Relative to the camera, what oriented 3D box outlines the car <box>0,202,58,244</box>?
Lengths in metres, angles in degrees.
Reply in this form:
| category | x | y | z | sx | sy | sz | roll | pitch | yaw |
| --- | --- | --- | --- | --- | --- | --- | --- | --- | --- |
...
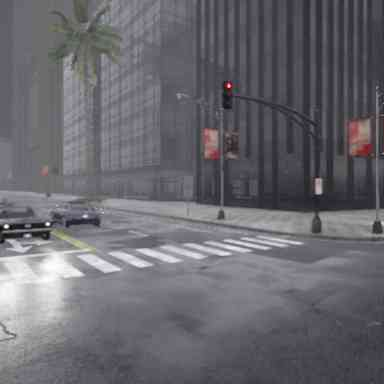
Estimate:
| category | x | y | z | sx | sy | sz | roll | pitch | yaw |
| --- | --- | --- | --- | --- | --- | --- | --- | --- | --- |
| car | -7.561 | 1.323 | 14.511 | 1.895 | 1.301 | 4.718 | 0 | 1 | -36 |

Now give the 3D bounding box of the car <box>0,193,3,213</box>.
| category | x | y | z | sx | sy | sz | roll | pitch | yaw |
| --- | --- | --- | --- | --- | --- | --- | --- | --- | --- |
| car | -17.797 | 0.889 | 28.870 | 1.882 | 1.535 | 5.008 | 0 | 1 | -35 |

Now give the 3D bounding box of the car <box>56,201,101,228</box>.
| category | x | y | z | sx | sy | sz | roll | pitch | yaw |
| --- | --- | --- | --- | --- | --- | --- | --- | --- | --- |
| car | -6.856 | 1.226 | 19.425 | 1.994 | 1.385 | 4.181 | 0 | 1 | -35 |

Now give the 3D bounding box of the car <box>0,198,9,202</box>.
| category | x | y | z | sx | sy | sz | roll | pitch | yaw |
| --- | --- | --- | --- | --- | --- | --- | --- | --- | --- |
| car | -12.663 | 1.130 | 21.663 | 1.994 | 1.385 | 4.181 | 0 | 1 | -35 |
